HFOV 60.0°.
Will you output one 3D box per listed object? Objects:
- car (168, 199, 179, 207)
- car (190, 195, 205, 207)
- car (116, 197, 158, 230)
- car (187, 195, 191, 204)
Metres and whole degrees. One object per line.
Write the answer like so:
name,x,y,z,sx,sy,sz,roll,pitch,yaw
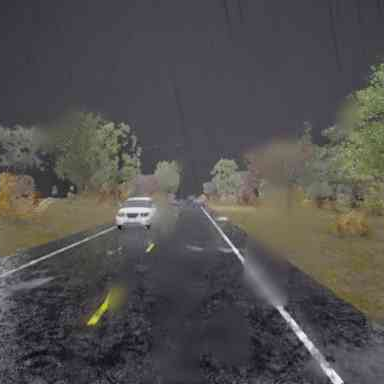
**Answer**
car,-3.534,2.105,64.439,1.994,1.385,4.181,0,-1,0
car,1.204,1.861,60.714,2.097,1.767,4.553,0,-1,0
car,-3.608,1.385,22.767,2.150,2.045,5.566,0,0,0
car,-0.026,1.791,78.547,2.150,2.045,5.566,0,-1,0
